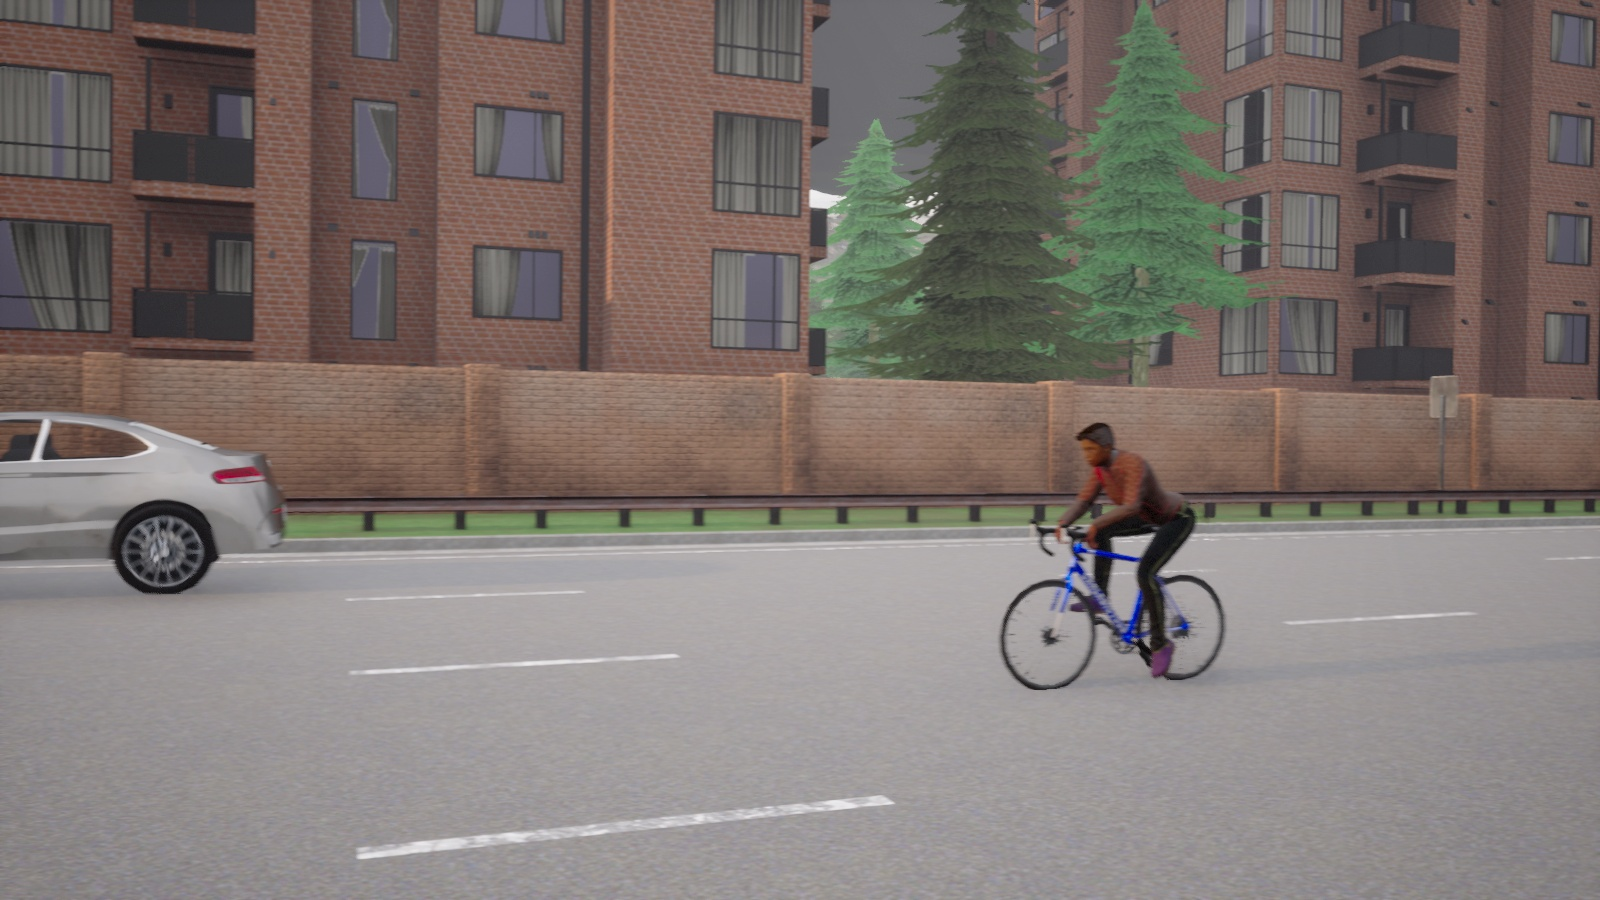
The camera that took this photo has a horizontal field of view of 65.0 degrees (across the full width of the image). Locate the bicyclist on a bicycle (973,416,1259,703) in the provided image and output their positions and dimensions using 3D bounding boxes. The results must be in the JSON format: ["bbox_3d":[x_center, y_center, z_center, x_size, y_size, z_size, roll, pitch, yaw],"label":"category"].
[{"bbox_3d":[1.947,0.614,7.722,1.656,1.620,0.582,-1,1,-21],"label":"bicyclist on a bicycle"}]

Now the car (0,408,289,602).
[{"bbox_3d":[-7.481,0.464,11.627,5.027,1.651,2.152,-1,1,-21],"label":"car"}]
